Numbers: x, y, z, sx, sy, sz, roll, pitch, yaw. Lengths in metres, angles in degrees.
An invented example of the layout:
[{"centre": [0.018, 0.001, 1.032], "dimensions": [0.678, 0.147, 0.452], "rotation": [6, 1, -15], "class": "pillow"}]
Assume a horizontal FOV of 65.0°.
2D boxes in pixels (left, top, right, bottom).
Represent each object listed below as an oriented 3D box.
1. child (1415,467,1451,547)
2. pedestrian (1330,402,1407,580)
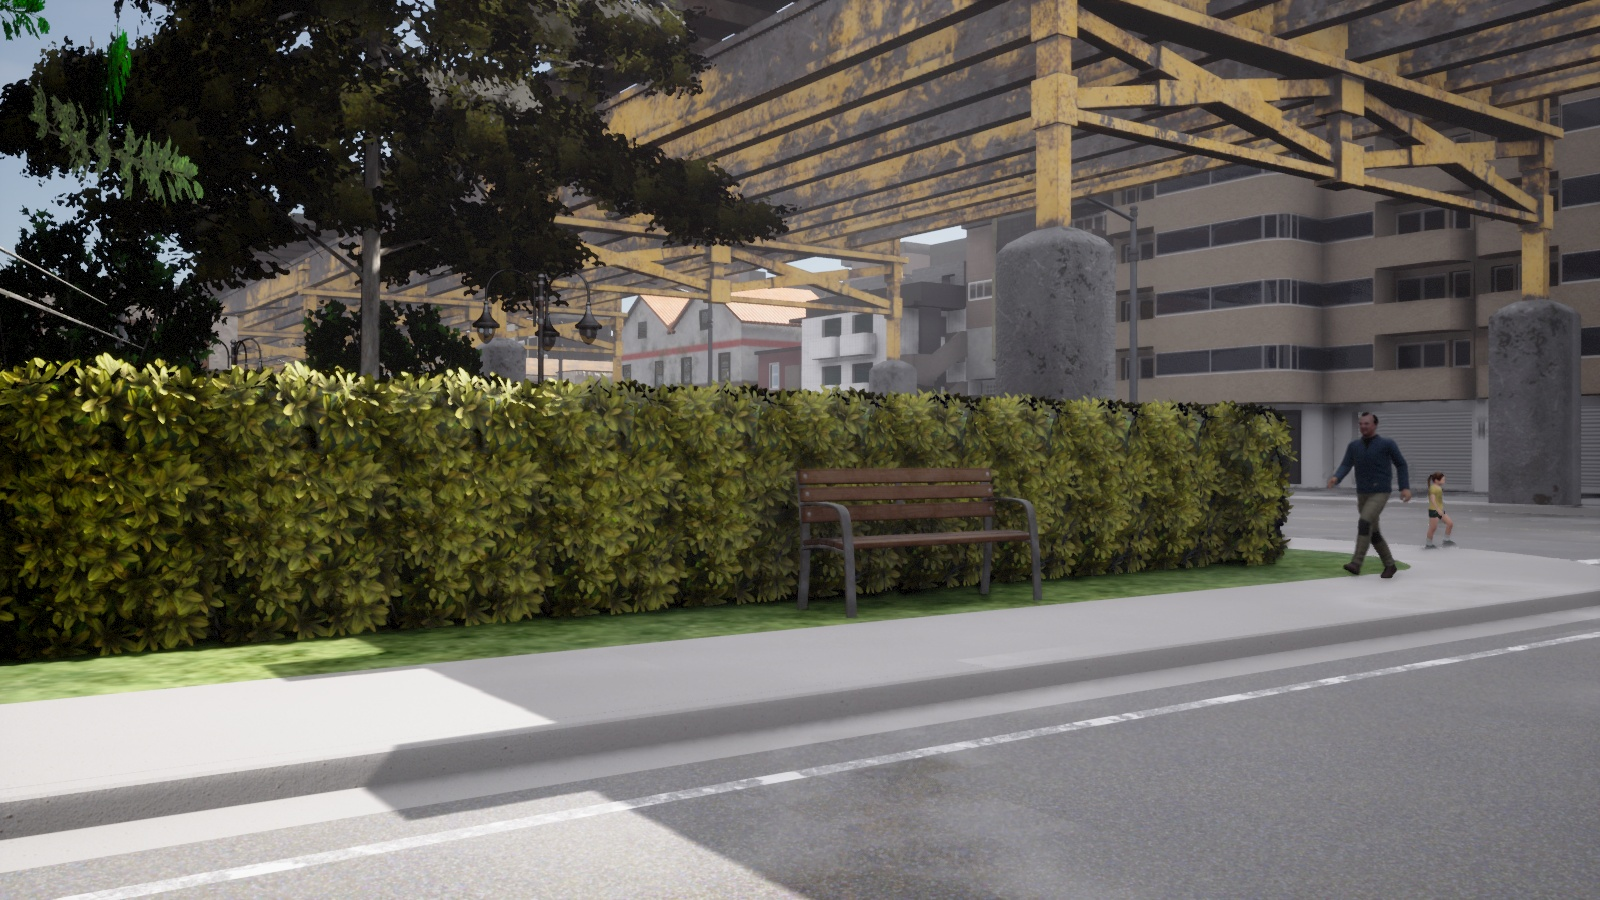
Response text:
[{"centre": [8.915, 0.800, 17.683], "dimensions": [0.394, 1.110, 0.255], "rotation": [0, 0, 45], "class": "child"}, {"centre": [6.057, 0.428, 13.371], "dimensions": [0.726, 1.842, 0.402], "rotation": [0, 0, -32], "class": "pedestrian"}]
